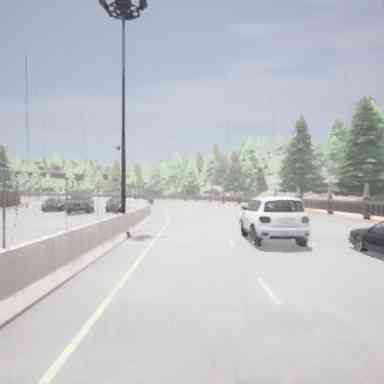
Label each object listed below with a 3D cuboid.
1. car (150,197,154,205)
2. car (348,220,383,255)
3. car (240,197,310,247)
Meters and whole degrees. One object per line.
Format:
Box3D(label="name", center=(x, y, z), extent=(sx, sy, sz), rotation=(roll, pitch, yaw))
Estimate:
Box3D(label="car", center=(-7.910, 1.543, 58.021), extent=(1.837, 1.490, 4.892), rotation=(0, 0, -21))
Box3D(label="car", center=(7.100, 1.555, 10.773), extent=(2.033, 1.411, 5.357), rotation=(0, 0, 0))
Box3D(label="car", center=(3.599, 1.232, 15.321), extent=(2.150, 2.045, 5.566), rotation=(0, 0, 0))
